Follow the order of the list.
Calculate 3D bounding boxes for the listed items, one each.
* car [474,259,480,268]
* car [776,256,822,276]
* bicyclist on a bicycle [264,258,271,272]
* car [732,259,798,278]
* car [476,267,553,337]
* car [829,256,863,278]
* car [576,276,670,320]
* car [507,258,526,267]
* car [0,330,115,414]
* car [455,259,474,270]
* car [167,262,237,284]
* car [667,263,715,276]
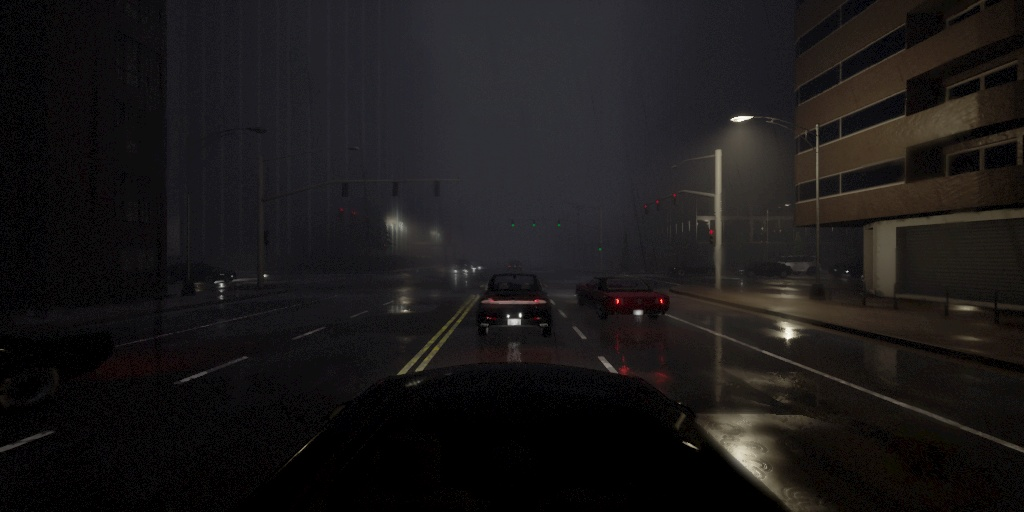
[{"bbox_3d":[-7.054,1.273,62.249,1.812,1.442,4.674,0,0,0],"label":"car"},{"bbox_3d":[28.267,0.970,36.622,5.566,2.045,2.150,0,0,1],"label":"car"},{"bbox_3d":[-28.763,1.049,41.994,0.582,1.620,1.656,0,0,1],"label":"bicyclist on a bicycle"},{"bbox_3d":[23.082,1.253,33.175,4.892,1.490,1.837,0,0,1],"label":"car"},{"bbox_3d":[0.069,1.241,10.333,2.128,1.511,4.902,0,0,0],"label":"car"},{"bbox_3d":[32.656,0.970,33.073,5.566,2.045,2.150,0,0,1],"label":"car"},{"bbox_3d":[3.584,1.350,12.631,1.895,1.301,4.718,0,0,-2],"label":"car"},{"bbox_3d":[0.322,1.295,46.203,2.033,1.411,5.357,0,0,-1],"label":"car"},{"bbox_3d":[-7.072,1.351,3.245,1.895,1.301,4.718,0,0,0],"label":"car"},{"bbox_3d":[-7.077,1.253,52.165,1.837,1.490,4.892,0,0,0],"label":"car"},{"bbox_3d":[-23.060,1.254,26.452,4.892,1.490,1.837,0,0,1],"label":"car"},{"bbox_3d":[18.526,1.349,36.745,4.718,1.301,1.895,0,0,1],"label":"car"}]
